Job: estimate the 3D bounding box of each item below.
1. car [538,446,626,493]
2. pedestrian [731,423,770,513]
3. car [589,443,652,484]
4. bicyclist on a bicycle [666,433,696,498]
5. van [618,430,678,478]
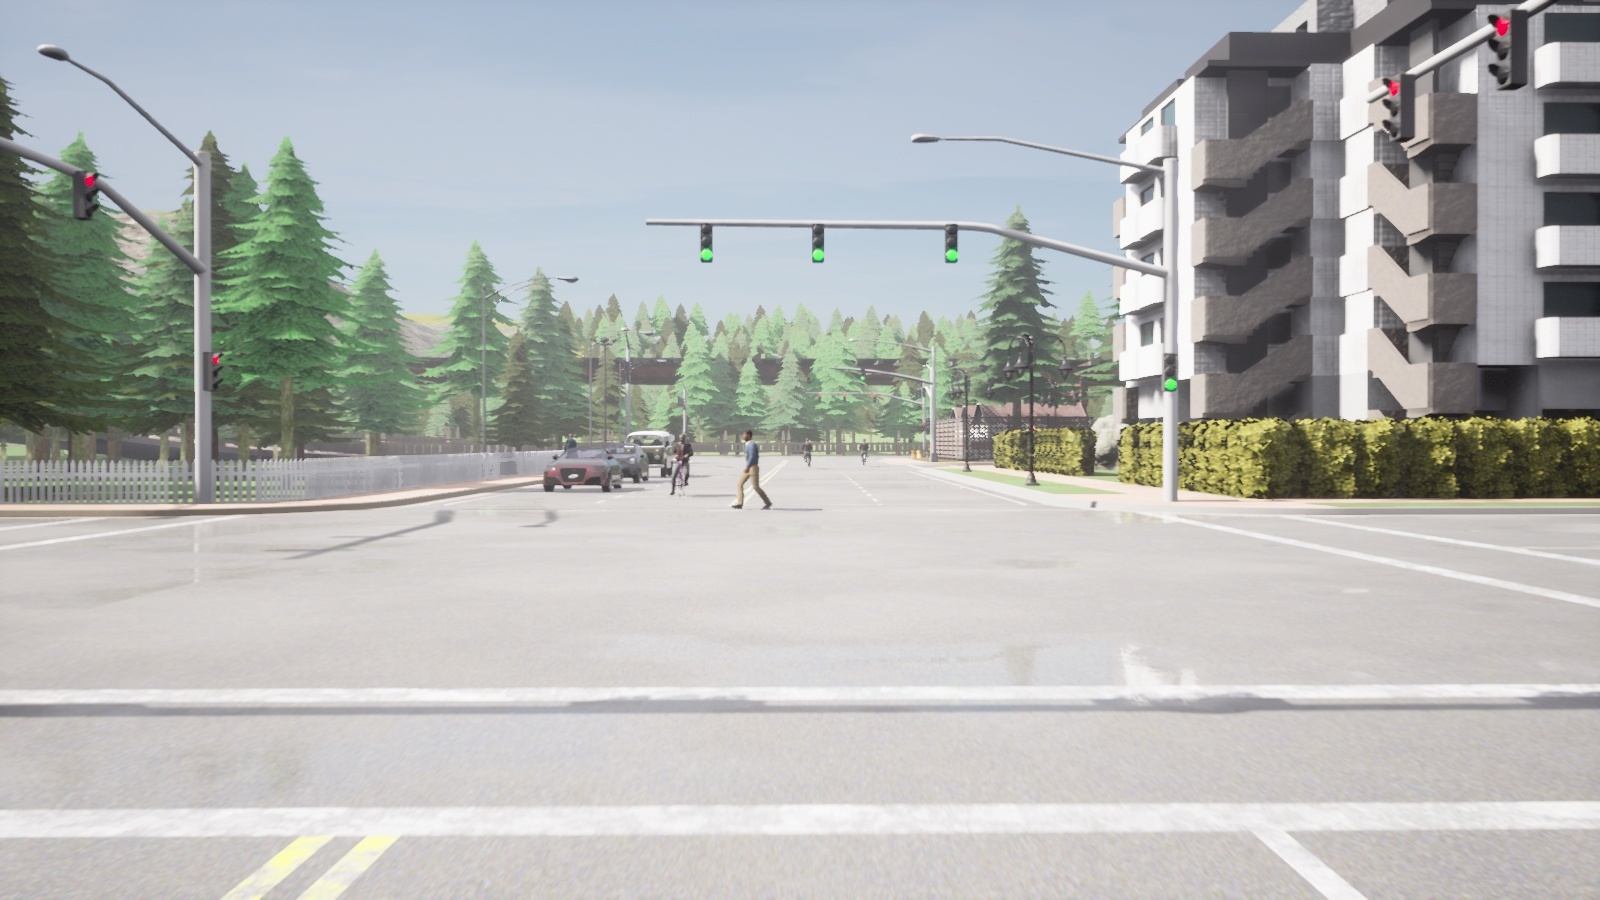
[{"bbox_3d":[-6.762,0.583,39.383,1.994,1.385,4.181,0,0,0],"label":"car"},{"bbox_3d":[-1.094,0.386,27.547,0.788,1.949,0.423,0,0,-14],"label":"pedestrian"},{"bbox_3d":[-6.716,0.488,47.326,1.845,1.501,3.633,0,0,0],"label":"car"},{"bbox_3d":[-3.287,0.418,34.800,0.659,1.776,1.843,0,0,0],"label":"bicyclist on a bicycle"},{"bbox_3d":[-6.668,0.151,55.557,2.069,2.038,4.480,0,0,1],"label":"van"}]
